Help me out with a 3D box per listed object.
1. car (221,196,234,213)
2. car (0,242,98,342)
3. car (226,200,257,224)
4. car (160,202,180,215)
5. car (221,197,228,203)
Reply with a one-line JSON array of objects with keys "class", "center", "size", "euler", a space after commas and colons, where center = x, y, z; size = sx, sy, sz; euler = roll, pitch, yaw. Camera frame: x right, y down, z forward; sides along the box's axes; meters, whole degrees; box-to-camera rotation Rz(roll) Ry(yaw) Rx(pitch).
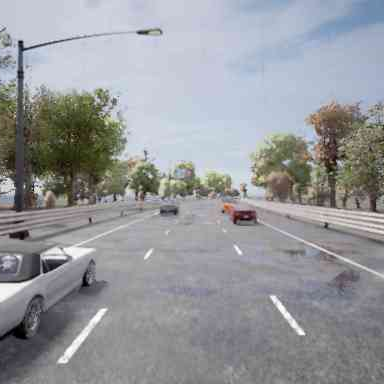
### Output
[{"class": "car", "center": [4.770, 1.724, 42.012], "size": [2.097, 1.767, 4.553], "euler": [0, -1, 3]}, {"class": "car", "center": [-3.368, 1.652, 6.571], "size": [1.895, 1.301, 4.718], "euler": [0, 0, 1]}, {"class": "car", "center": [4.107, 1.717, 27.238], "size": [1.882, 1.535, 5.008], "euler": [0, -1, 2]}, {"class": "car", "center": [-2.468, 1.815, 37.616], "size": [2.128, 1.511, 4.902], "euler": [0, 0, 3]}, {"class": "car", "center": [9.295, 2.320, 94.327], "size": [2.033, 1.649, 4.856], "euler": [0, -1, 7]}]
